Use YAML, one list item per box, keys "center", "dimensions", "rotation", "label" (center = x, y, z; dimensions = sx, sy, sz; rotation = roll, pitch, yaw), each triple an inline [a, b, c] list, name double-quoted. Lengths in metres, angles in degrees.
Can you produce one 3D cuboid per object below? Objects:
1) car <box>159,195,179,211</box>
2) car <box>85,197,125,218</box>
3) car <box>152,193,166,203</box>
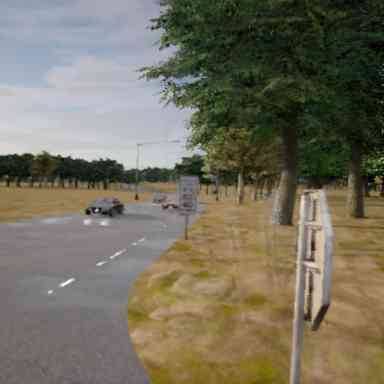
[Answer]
- center: [-1.972, 1.295, 35.693]
  dimensions: [1.895, 1.301, 4.718]
  rotation: [3, 0, 4]
  label: "car"
- center: [-6.527, 1.111, 25.410]
  dimensions: [1.994, 1.385, 4.181]
  rotation: [5, 0, 5]
  label: "car"
- center: [-4.758, 0.951, 49.504]
  dimensions: [1.837, 1.490, 4.892]
  rotation: [3, 0, 3]
  label: "car"
